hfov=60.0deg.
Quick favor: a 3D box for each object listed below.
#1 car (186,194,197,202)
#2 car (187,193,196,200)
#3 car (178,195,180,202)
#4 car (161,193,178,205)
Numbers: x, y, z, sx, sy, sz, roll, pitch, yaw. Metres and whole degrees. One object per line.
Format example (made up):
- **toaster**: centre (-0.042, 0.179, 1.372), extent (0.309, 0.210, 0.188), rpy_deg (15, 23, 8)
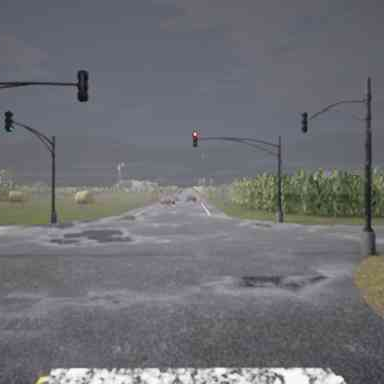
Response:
- **car**: centre (-0.062, 1.224, 65.838), extent (1.837, 1.490, 4.892), rpy_deg (0, 0, 0)
- **car**: centre (-0.127, 1.110, 76.837), extent (2.128, 1.511, 4.902), rpy_deg (0, 0, 0)
- **car**: centre (-3.614, 1.046, 68.510), extent (2.097, 1.767, 4.553), rpy_deg (0, 0, 0)
- **car**: centre (-3.675, 1.145, 52.198), extent (2.097, 1.767, 4.553), rpy_deg (0, 0, 0)
